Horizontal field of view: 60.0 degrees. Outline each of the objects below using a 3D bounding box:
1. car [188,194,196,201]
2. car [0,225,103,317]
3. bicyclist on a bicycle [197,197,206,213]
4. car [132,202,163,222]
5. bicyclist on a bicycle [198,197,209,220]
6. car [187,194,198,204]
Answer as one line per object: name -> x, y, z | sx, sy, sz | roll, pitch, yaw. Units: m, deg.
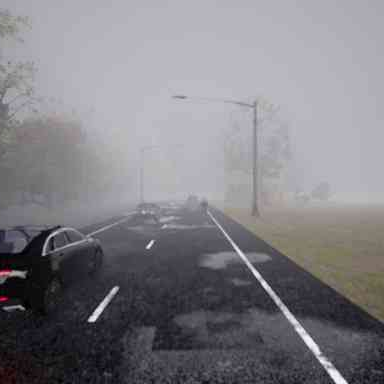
car -> 0.013, 1.293, 74.898 | 1.837, 1.490, 4.892 | 0, 0, 0
car -> -3.399, 1.471, 7.388 | 2.128, 1.511, 4.902 | 0, 0, 0
bicyclist on a bicycle -> 0.989, 1.340, 34.338 | 0.866, 1.612, 1.509 | 0, 0, 0
car -> -3.397, 1.475, 25.877 | 2.033, 1.411, 5.357 | 0, 0, 0
bicyclist on a bicycle -> 0.970, 1.299, 25.156 | 0.659, 1.776, 1.843 | 0, 0, 0
car -> 0.084, 1.318, 57.497 | 1.882, 1.535, 5.008 | 0, 1, 0
